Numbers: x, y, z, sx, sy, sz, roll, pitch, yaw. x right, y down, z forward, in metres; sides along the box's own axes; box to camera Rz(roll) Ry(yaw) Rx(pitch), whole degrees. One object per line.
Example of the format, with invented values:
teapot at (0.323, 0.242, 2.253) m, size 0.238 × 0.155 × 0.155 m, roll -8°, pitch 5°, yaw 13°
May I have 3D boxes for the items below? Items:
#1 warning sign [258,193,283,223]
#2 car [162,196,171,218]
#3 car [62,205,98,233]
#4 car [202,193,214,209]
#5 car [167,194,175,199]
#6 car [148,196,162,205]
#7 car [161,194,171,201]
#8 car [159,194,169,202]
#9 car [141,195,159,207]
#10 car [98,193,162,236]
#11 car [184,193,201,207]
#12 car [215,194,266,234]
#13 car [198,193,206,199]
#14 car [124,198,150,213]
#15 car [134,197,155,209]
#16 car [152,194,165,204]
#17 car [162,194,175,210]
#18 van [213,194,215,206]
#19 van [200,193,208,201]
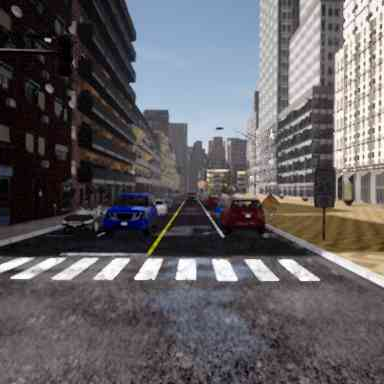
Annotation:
warning sign at (5.079, 1.013, 21.583) m, size 1.300 × 1.860 × 1.060 m, roll 1°, pitch 1°, yaw 0°
car at (-3.088, 1.342, 28.286) m, size 1.812 × 1.442 × 4.674 m, roll 0°, pitch 0°, yaw 0°
car at (-5.689, 1.397, 18.328) m, size 2.008 × 1.369 × 4.403 m, roll 0°, pitch 0°, yaw 0°
car at (2.689, 1.116, 40.433) m, size 2.192 × 1.841 × 5.009 m, roll 0°, pitch 0°, yaw 0°
car at (-5.697, 1.115, 90.173) m, size 1.887 × 1.381 × 4.507 m, roll 0°, pitch 0°, yaw 0°
car at (-5.693, 1.286, 51.488) m, size 1.802 × 1.307 × 4.206 m, roll 0°, pitch 0°, yaw 0°
car at (-5.694, 1.167, 73.593) m, size 1.887 × 1.381 × 4.507 m, roll 0°, pitch 0°, yaw 0°
car at (-5.694, 1.167, 67.897) m, size 1.752 × 1.417 × 4.829 m, roll 0°, pitch 0°, yaw 0°
car at (-5.692, 1.166, 45.960) m, size 1.967 × 1.590 × 4.097 m, roll 0°, pitch 0°, yaw 0°
car at (-3.098, 1.086, 17.931) m, size 2.150 × 2.045 × 5.566 m, roll 0°, pitch 0°, yaw 0°
car at (0.001, 1.262, 47.104) m, size 1.837 × 1.490 × 4.892 m, roll 0°, pitch 0°, yaw 0°
car at (2.691, 1.214, 18.328) m, size 2.192 × 1.841 × 5.009 m, roll 0°, pitch 0°, yaw 0°
car at (2.683, 1.063, 90.173) m, size 1.967 × 1.590 × 4.097 m, roll 0°, pitch 0°, yaw 0°
car at (-5.691, 1.322, 34.907) m, size 2.008 × 1.369 × 4.403 m, roll 0°, pitch 0°, yaw 0°
car at (-5.692, 1.293, 40.433) m, size 1.887 × 1.381 × 4.507 m, roll 0°, pitch 0°, yaw 0°
car at (-5.693, 1.123, 57.013) m, size 1.967 × 1.590 × 4.097 m, roll 0°, pitch 0°, yaw 0°
car at (-3.067, 1.263, 38.818) m, size 2.128 × 1.511 × 4.902 m, roll 0°, pitch 0°, yaw 0°
van at (2.690, 1.214, 23.854) m, size 1.690 × 1.788 × 3.998 m, roll 0°, pitch 0°, yaw 0°
van at (2.686, 1.016, 73.593) m, size 1.690 × 1.788 × 3.998 m, roll 0°, pitch 0°, yaw 0°
